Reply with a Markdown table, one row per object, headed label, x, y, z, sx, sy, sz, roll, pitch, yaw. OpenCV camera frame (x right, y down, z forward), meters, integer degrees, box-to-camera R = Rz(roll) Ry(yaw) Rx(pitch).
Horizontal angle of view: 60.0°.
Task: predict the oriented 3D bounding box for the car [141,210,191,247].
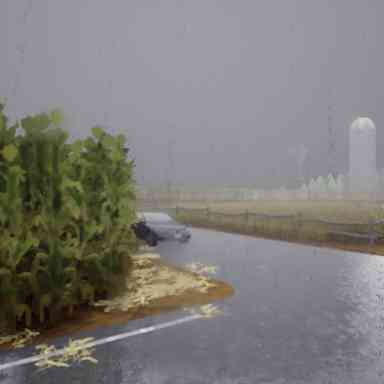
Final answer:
| label | x | y | z | sx | sy | sz | roll | pitch | yaw |
| --- | --- | --- | --- | --- | --- | --- | --- | --- | --- |
| car | -1.913 | 1.604 | 15.731 | 1.812 | 1.442 | 4.674 | 1 | -1 | -35 |
